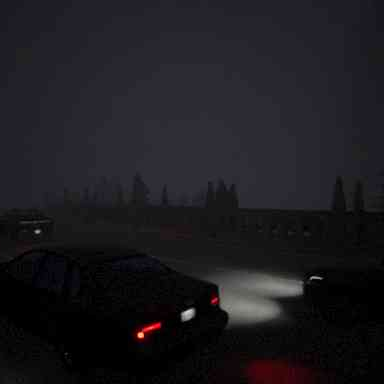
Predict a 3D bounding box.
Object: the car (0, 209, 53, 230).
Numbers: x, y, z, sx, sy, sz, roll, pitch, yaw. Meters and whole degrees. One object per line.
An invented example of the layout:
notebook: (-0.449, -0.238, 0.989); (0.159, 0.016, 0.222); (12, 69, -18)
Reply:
car: (-8.678, 1.597, 16.875); (2.128, 1.511, 4.902); (0, 0, -43)

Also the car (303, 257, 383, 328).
car: (4.244, 1.548, 5.379); (4.674, 1.442, 1.812); (0, 0, 35)

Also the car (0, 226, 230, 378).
car: (-1.994, 1.582, 5.707); (5.357, 1.411, 2.033); (0, 0, 39)
